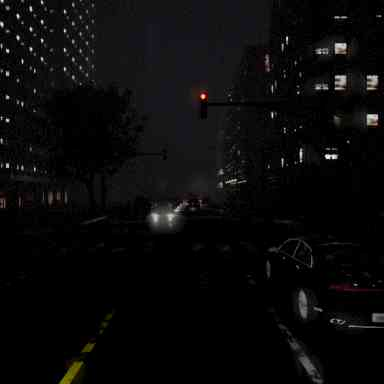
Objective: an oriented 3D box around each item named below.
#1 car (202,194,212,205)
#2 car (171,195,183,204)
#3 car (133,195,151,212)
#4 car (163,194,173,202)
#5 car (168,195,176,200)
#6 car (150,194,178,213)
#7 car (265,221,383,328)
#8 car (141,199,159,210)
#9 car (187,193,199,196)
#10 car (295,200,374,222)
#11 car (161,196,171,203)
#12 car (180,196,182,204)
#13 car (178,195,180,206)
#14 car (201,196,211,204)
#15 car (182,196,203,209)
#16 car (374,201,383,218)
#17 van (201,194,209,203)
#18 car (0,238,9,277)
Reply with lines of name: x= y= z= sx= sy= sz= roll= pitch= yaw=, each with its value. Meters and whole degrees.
car: x=2.779 y=1.615 z=61.386 sx=1.947 sy=1.339 sz=4.313 roll=0 pitch=0 yaw=0
car: x=-2.944 y=1.407 z=65.371 sx=2.097 sy=1.767 sz=4.553 roll=0 pitch=0 yaw=1
car: x=-5.634 y=1.339 z=39.307 sx=2.192 sy=1.841 sz=5.009 roll=0 pitch=0 yaw=0
car: x=-5.578 y=1.391 z=77.967 sx=2.192 sy=1.841 sz=5.009 roll=0 pitch=0 yaw=0
car: x=-5.554 y=1.661 z=94.536 sx=2.008 sy=1.369 sz=4.403 roll=0 pitch=0 yaw=0
car: x=-3.045 y=1.373 z=37.041 sx=2.097 sy=1.767 sz=4.553 roll=0 pitch=0 yaw=0
car: x=2.699 y=1.552 z=6.907 sx=2.008 sy=1.369 sz=4.403 roll=0 pitch=0 yaw=0
car: x=-5.626 y=1.595 z=44.830 sx=1.947 sy=1.339 sz=4.313 roll=0 pitch=0 yaw=0
car: x=0.200 y=1.280 z=67.705 sx=2.150 sy=2.045 sz=5.566 roll=0 pitch=0 yaw=0
car: x=9.969 y=1.356 z=23.957 sx=4.892 sy=1.490 sz=1.837 roll=-1 pitch=0 yaw=4
car: x=-5.586 y=1.632 z=72.445 sx=1.947 sy=1.339 sz=4.313 roll=0 pitch=0 yaw=0
car: x=-3.012 y=1.567 z=55.440 sx=1.812 sy=1.442 sz=4.674 roll=0 pitch=0 yaw=1
car: x=-3.027 y=1.509 z=46.131 sx=1.882 sy=1.535 sz=5.008 roll=0 pitch=0 yaw=0
car: x=2.787 y=1.582 z=67.079 sx=1.752 sy=1.417 sz=4.829 roll=0 pitch=0 yaw=0
car: x=0.142 y=1.577 z=44.935 sx=2.033 sy=1.411 sz=5.357 roll=0 pitch=0 yaw=0
car: x=13.464 y=1.352 z=26.297 sx=4.403 sy=1.369 sz=2.008 roll=-1 pitch=1 yaw=0
van: x=2.795 y=1.407 z=72.432 sx=1.690 sy=1.788 sz=3.998 roll=0 pitch=0 yaw=0
car: x=-5.681 y=1.546 z=6.919 sx=1.887 sy=1.381 sz=4.507 roll=0 pitch=0 yaw=0
